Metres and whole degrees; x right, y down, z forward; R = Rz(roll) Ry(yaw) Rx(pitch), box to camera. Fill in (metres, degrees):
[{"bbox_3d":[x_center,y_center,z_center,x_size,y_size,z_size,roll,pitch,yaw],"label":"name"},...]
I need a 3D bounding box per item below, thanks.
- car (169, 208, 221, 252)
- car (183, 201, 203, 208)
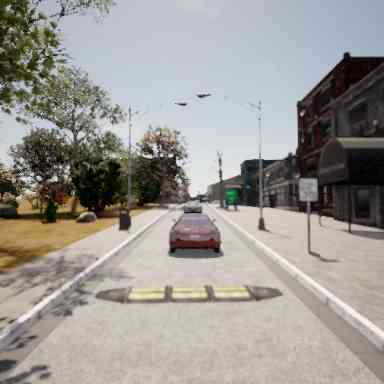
[{"bbox_3d":[0.102,1.581,13.977,1.994,1.385,4.181,0,0,0],"label":"car"},{"bbox_3d":[0.105,1.587,32.100,2.033,1.411,5.357,0,0,0],"label":"car"}]
